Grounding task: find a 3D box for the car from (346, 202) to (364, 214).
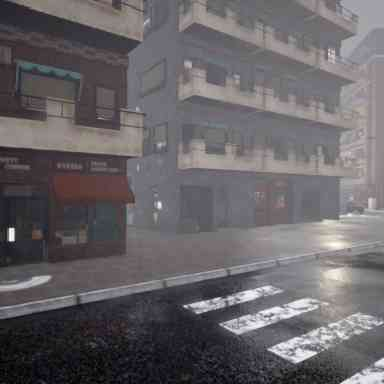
[{"bbox_3d":[18.050,1.789,38.328,1.895,1.301,4.718,0,0,5],"label":"car"}]
